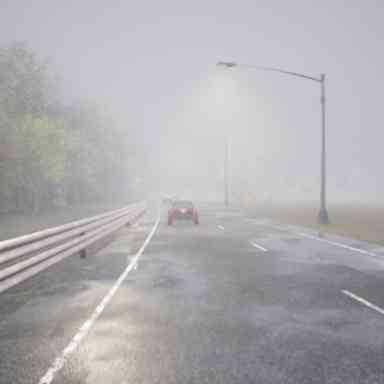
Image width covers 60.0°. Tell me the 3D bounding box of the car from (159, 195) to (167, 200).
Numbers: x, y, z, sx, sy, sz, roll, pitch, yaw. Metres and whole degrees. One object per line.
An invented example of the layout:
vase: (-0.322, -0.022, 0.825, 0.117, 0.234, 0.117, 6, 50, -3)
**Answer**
car: (-7.832, 1.445, 88.275, 1.994, 1.385, 4.181, 0, 0, -7)

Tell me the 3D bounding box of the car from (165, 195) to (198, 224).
car: (-0.745, 1.335, 24.741, 2.097, 1.767, 4.553, 0, 0, -4)

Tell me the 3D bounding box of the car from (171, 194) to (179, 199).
car: (-4.602, 1.233, 90.765, 1.812, 1.442, 4.674, 0, 0, -7)

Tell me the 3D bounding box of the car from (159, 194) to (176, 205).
car: (-4.357, 1.419, 59.548, 1.882, 1.535, 5.008, 0, 0, -7)
